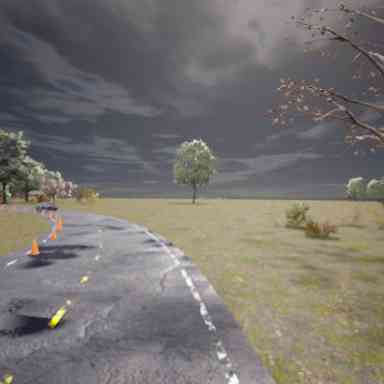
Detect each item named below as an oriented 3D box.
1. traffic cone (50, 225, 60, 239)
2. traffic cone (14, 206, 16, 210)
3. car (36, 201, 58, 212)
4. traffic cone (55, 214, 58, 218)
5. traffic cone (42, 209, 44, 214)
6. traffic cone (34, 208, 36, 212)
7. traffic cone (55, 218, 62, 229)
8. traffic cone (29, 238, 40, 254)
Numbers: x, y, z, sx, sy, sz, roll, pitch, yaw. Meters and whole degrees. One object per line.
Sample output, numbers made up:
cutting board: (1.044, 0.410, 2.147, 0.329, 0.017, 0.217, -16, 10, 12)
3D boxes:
traffic cone: (-7.383, 2.167, 17.756, 0.340, 0.580, 0.340, 0, -1, -16)
traffic cone: (-26.998, 2.375, 50.674, 0.340, 0.580, 0.340, 0, -1, 45)
car: (-19.997, 1.999, 45.880, 1.994, 1.385, 4.181, 1, -1, -40)
traffic cone: (-10.660, 2.253, 26.862, 0.340, 0.580, 0.340, 1, -1, -23)
traffic cone: (-17.684, 2.341, 39.553, 0.340, 0.580, 0.340, 1, -1, -34)
traffic cone: (-20.549, 2.358, 43.456, 0.340, 0.580, 0.340, 1, -1, -38)
traffic cone: (-8.876, 2.212, 22.361, 0.340, 0.580, 0.340, 0, -1, -20)
traffic cone: (-6.186, 2.118, 13.065, 0.340, 0.580, 0.340, 0, -1, -12)
